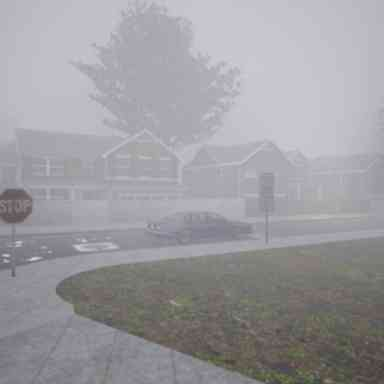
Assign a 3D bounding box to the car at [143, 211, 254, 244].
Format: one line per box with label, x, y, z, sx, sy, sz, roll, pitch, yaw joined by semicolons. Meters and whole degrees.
car;0.406;1.605;15.994;5.357;1.411;2.033;0;0;-30
